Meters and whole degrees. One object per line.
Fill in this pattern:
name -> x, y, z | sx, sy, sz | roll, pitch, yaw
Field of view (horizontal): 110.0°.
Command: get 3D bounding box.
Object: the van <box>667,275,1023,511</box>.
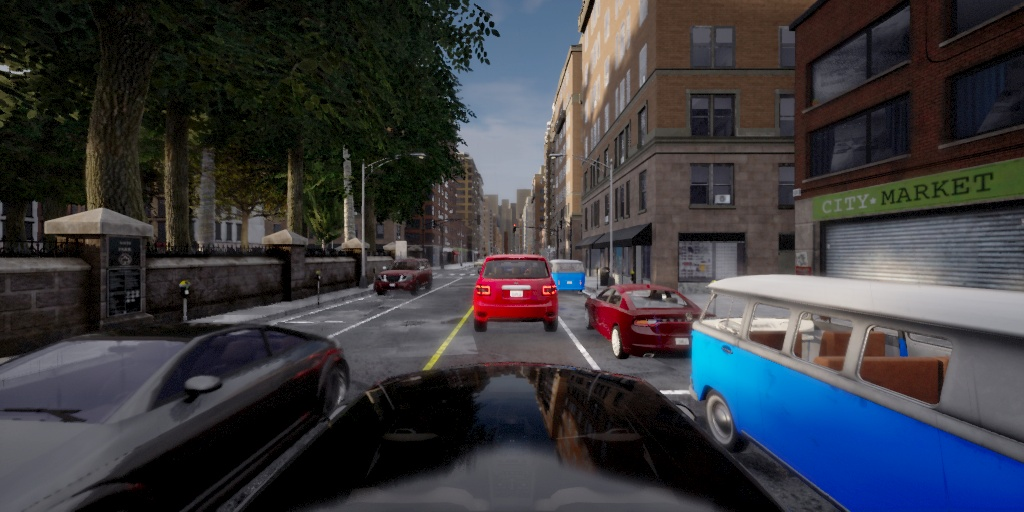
van -> 2.856, 1.091, 2.578 | 1.690, 1.789, 3.998 | 0, 0, 0

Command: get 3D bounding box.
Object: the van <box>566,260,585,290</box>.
van -> 2.849, 1.085, 19.560 | 1.690, 1.789, 3.998 | 0, 0, 0

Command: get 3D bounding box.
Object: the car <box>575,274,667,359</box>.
car -> 2.854, 1.294, 8.239 | 1.888, 1.381, 4.507 | 0, 0, 0

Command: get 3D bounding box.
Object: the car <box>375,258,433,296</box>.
car -> -5.676, 1.059, 19.516 | 2.192, 1.841, 5.009 | 0, 0, 0

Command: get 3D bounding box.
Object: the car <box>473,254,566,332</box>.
car -> 0.093, 0.970, 10.997 | 2.150, 2.045, 5.566 | 0, 0, 0

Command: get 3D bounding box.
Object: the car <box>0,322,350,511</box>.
car -> -3.101, 1.314, 2.992 | 1.994, 1.385, 4.181 | 0, 0, 0
